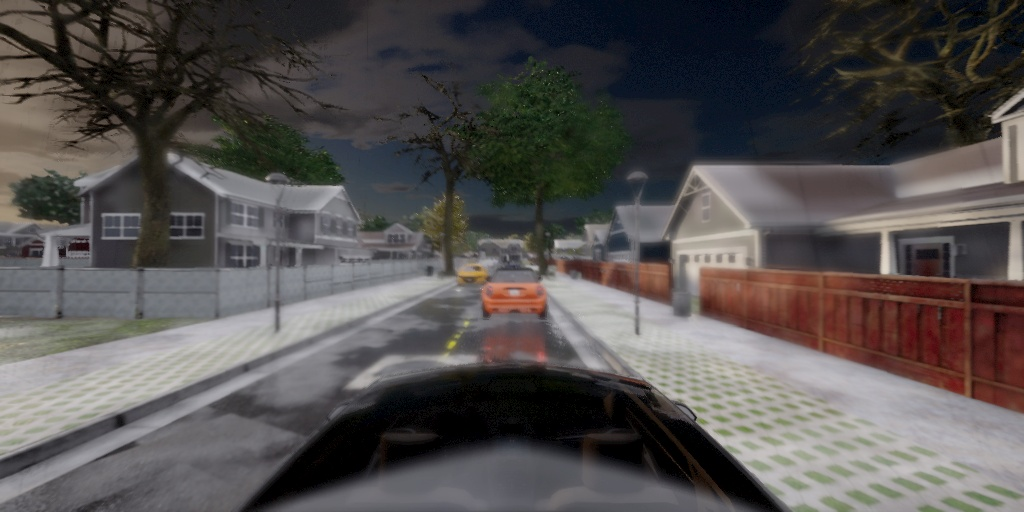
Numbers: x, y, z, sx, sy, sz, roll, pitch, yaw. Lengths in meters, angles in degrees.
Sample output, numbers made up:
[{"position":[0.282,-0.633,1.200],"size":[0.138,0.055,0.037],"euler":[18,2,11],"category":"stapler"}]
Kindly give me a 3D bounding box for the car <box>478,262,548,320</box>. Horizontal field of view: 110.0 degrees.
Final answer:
[{"position":[0.098,1.172,13.172],"size":[2.097,1.767,4.553],"euler":[0,0,0],"category":"car"}]

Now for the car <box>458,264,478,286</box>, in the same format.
[{"position":[-2.846,1.379,26.788],"size":[1.882,1.535,5.008],"euler":[0,0,0],"category":"car"}]
